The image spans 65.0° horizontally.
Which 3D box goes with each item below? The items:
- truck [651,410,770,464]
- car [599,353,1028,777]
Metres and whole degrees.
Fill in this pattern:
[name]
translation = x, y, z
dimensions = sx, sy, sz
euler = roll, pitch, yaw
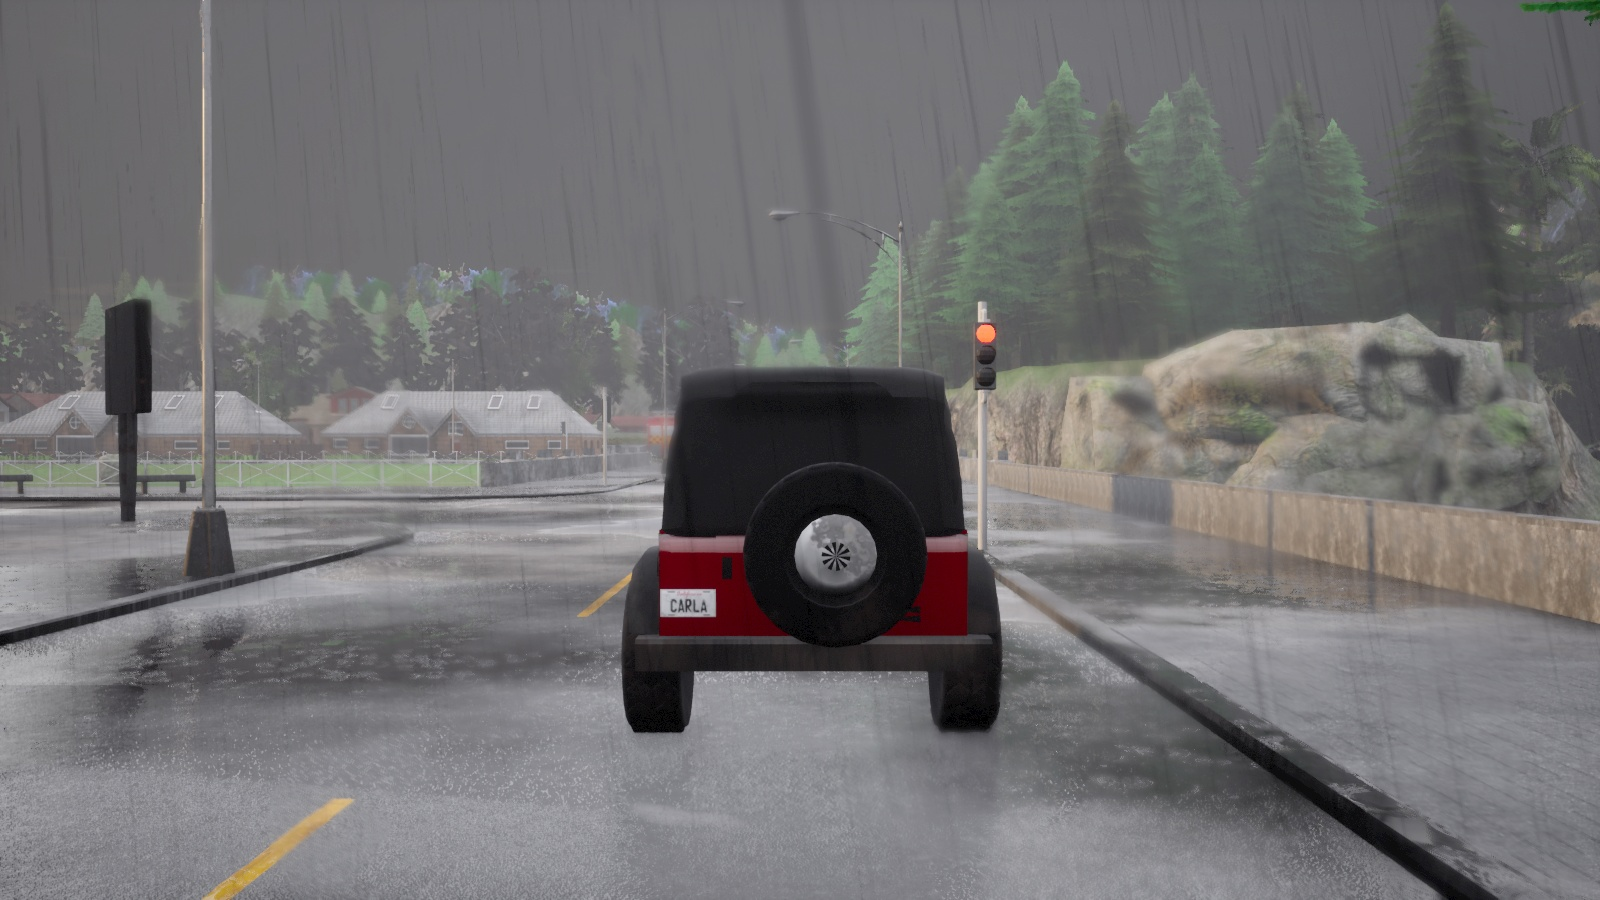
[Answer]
[truck]
translation = -6.517, -0.940, 91.424
dimensions = 8.468, 3.827, 2.891
euler = 0, 1, -4
[car]
translation = 0.062, 0.500, 7.508
dimensions = 1.905, 1.878, 3.866
euler = 0, 0, 0
